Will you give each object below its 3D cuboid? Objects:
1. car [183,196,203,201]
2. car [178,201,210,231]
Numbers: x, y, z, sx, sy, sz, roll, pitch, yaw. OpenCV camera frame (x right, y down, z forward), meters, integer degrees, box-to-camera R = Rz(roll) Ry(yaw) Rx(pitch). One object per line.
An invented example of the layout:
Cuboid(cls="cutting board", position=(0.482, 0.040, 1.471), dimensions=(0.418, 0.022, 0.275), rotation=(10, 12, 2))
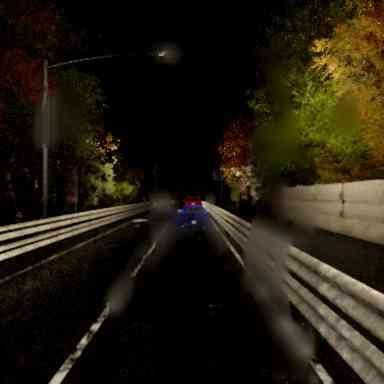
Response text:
Cuboid(cls="car", position=(0.121, 1.568, 41.118), dimensions=(2.150, 2.045, 5.566), rotation=(0, -1, 0))
Cuboid(cls="car", position=(0.113, 1.582, 21.325), dimensions=(1.882, 1.535, 5.008), rotation=(0, 0, 0))
